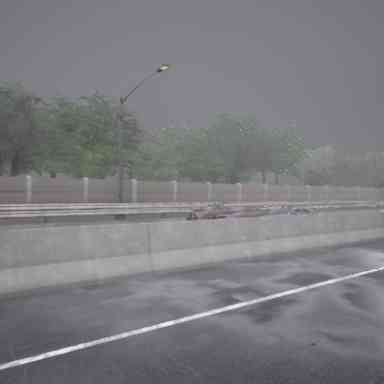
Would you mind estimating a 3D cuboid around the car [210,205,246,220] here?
[{"bbox_3d":[3.706,1.711,23.850,4.181,1.385,1.994,1,0,-36],"label":"car"}]

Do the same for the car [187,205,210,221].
[{"bbox_3d":[1.674,1.711,26.699,4.181,1.385,1.994,1,0,-36],"label":"car"}]

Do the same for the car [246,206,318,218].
[{"bbox_3d":[6.152,1.643,21.295,4.902,1.511,2.128,1,0,-36],"label":"car"}]
